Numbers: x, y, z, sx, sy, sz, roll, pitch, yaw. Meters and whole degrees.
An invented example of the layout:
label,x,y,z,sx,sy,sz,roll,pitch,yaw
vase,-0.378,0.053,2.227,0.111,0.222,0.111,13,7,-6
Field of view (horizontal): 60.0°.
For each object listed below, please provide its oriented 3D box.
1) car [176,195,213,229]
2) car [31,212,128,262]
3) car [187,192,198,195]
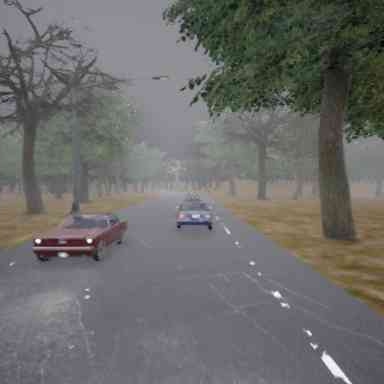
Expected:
label,x,y,z,sx,sy,sz,roll,pitch,yaw
car,0.117,1.136,18.016,2.033,1.411,5.357,1,1,0
car,-3.561,1.403,11.434,1.895,1.301,4.718,0,1,1
car,0.064,0.697,42.520,2.033,1.411,5.357,0,1,0
